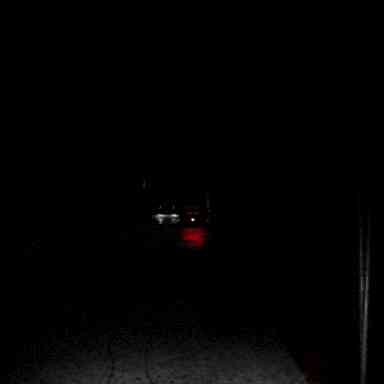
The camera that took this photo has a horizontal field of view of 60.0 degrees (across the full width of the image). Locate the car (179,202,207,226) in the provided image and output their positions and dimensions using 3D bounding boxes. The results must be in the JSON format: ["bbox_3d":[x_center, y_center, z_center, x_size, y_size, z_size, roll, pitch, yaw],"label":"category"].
[{"bbox_3d":[0.047,1.697,25.366,1.837,1.490,4.892,0,-1,0],"label":"car"}]

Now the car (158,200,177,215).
[{"bbox_3d":[-2.973,1.822,40.893,2.097,1.767,4.553,0,-1,0],"label":"car"}]

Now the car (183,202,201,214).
[{"bbox_3d":[-0.044,2.007,42.948,2.128,1.511,4.902,0,-1,0],"label":"car"}]
